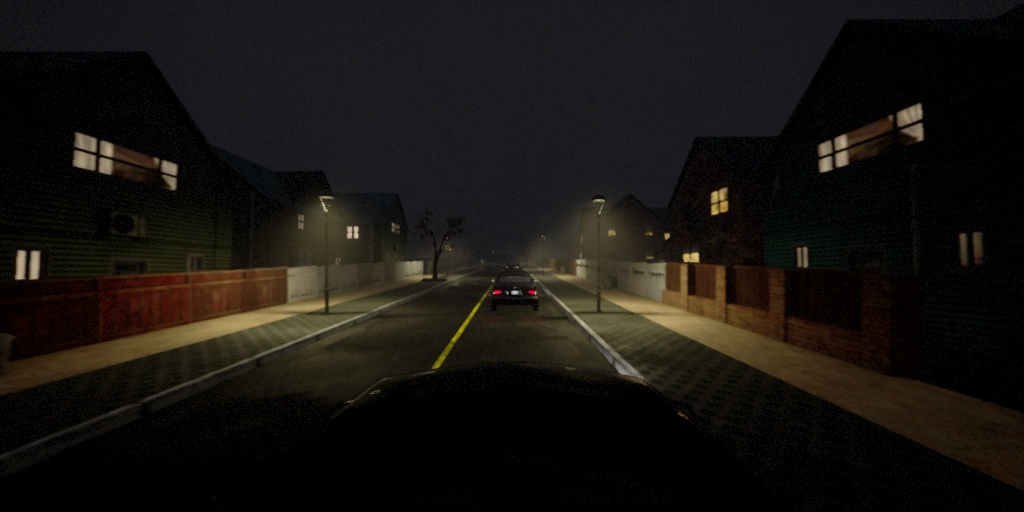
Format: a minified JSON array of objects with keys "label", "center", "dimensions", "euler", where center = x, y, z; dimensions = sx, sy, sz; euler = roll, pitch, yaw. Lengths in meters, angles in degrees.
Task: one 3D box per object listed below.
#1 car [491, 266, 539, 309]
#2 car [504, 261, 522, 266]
[{"label":"car","center":[0.102,1.309,14.852],"dimensions":[2.033,1.411,5.357],"euler":[0,0,0]},{"label":"car","center":[0.107,1.299,38.843],"dimensions":[2.128,1.511,4.902],"euler":[0,0,0]}]
